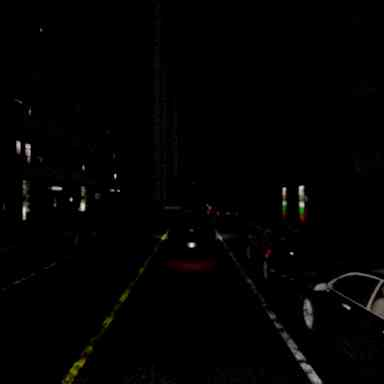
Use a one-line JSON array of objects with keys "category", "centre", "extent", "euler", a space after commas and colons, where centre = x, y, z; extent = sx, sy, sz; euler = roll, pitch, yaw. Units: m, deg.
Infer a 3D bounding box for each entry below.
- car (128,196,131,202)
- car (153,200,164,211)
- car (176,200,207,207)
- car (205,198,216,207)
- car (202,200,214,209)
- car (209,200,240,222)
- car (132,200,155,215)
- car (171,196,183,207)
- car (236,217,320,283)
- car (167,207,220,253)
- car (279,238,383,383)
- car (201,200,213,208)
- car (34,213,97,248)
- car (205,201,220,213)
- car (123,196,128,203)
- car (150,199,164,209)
[{"category": "car", "centre": [-17.753, 1.846, 82.940], "extent": [5.009, 1.841, 2.192], "euler": [1, -2, -1]}, {"category": "car", "centre": [-5.724, 1.922, 49.517], "extent": [1.967, 1.590, 4.097], "euler": [0, -1, 0]}, {"category": "car", "centre": [-0.017, 1.775, 29.294], "extent": [2.128, 1.511, 4.902], "euler": [0, 0, 0]}, {"category": "car", "centre": [2.664, 1.809, 38.160], "extent": [1.967, 1.590, 4.097], "euler": [0, -1, 0]}, {"category": "car", "centre": [2.652, 2.066, 55.376], "extent": [1.752, 1.417, 4.829], "euler": [0, -1, 0]}, {"category": "car", "centre": [2.673, 1.698, 26.796], "extent": [1.967, 1.590, 4.097], "euler": [0, -1, 0]}, {"category": "car", "centre": [-5.716, 1.951, 38.151], "extent": [1.802, 1.307, 4.206], "euler": [0, -1, 0]}, {"category": "car", "centre": [-3.049, 1.861, 66.714], "extent": [2.150, 2.045, 5.566], "euler": [0, -1, 0]}, {"category": "car", "centre": [2.685, 1.645, 9.749], "extent": [2.008, 1.369, 4.403], "euler": [0, -1, 0]}, {"category": "car", "centre": [-0.006, 1.646, 14.307], "extent": [1.837, 1.490, 4.892], "euler": [0, 0, 0]}, {"category": "car", "centre": [2.690, 1.591, 4.067], "extent": [2.008, 1.369, 4.403], "euler": [0, -1, 0]}, {"category": "car", "centre": [2.648, 2.162, 60.888], "extent": [1.947, 1.339, 4.313], "euler": [0, -1, 0]}, {"category": "car", "centre": [-5.699, 1.699, 15.423], "extent": [2.008, 1.369, 4.403], "euler": [0, -1, 0]}, {"category": "car", "centre": [2.660, 1.953, 44.012], "extent": [1.752, 1.417, 4.829], "euler": [0, -1, 0]}, {"category": "car", "centre": [-17.612, 1.743, 74.563], "extent": [5.009, 1.841, 2.192], "euler": [1, -2, -1]}, {"category": "car", "centre": [-5.728, 1.979, 55.199], "extent": [1.967, 1.590, 4.097], "euler": [0, -1, 0]}]
